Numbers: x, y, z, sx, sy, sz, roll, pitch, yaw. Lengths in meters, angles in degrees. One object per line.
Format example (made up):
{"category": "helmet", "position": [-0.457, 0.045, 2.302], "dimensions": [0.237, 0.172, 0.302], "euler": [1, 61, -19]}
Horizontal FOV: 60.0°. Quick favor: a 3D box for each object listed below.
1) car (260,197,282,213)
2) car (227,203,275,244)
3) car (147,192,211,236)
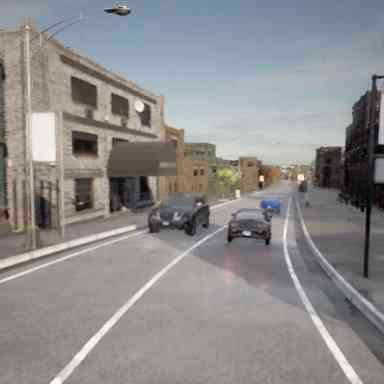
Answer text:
{"category": "car", "position": [7.842, 1.206, 33.104], "dimensions": [1.882, 1.535, 5.008], "euler": [2, 1, 17]}
{"category": "car", "position": [2.789, 1.471, 15.620], "dimensions": [1.812, 1.442, 4.674], "euler": [1, 1, 14]}
{"category": "car", "position": [-0.471, 1.059, 17.909], "dimensions": [2.150, 2.045, 5.566], "euler": [1, 1, 15]}
